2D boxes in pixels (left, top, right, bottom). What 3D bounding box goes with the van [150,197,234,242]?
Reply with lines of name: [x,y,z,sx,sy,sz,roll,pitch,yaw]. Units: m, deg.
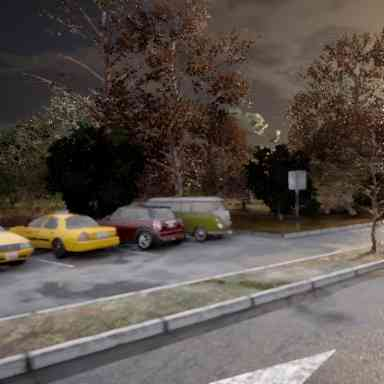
van: [-0.127,1.248,16.100,4.442,1.987,1.878,-1,-1,34]

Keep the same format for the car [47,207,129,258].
car: [-5.146,1.487,12.753,5.366,1.575,1.946,-1,0,34]

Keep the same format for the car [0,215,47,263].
car: [-7.237,1.487,10.815,5.366,1.575,1.946,-1,-1,35]

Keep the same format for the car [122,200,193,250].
car: [-2.576,1.355,14.379,4.553,1.767,2.185,-1,0,34]
